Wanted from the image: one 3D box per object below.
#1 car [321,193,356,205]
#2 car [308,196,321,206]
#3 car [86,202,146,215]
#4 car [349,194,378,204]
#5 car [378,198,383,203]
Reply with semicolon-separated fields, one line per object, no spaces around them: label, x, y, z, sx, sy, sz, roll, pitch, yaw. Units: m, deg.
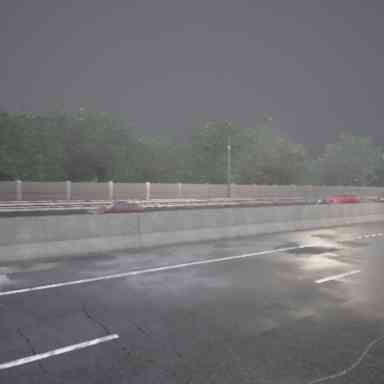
car;20.003;1.141;44.154;5.566;2.045;2.150;0;0;-36
car;18.627;1.272;47.467;4.553;1.767;2.097;0;0;-36
car;-5.798;1.501;25.646;4.674;1.442;1.812;0;0;-35
car;22.102;1.397;41.352;5.008;1.535;1.882;0;0;-36
car;24.187;1.411;38.541;4.902;1.511;2.128;0;0;-36
